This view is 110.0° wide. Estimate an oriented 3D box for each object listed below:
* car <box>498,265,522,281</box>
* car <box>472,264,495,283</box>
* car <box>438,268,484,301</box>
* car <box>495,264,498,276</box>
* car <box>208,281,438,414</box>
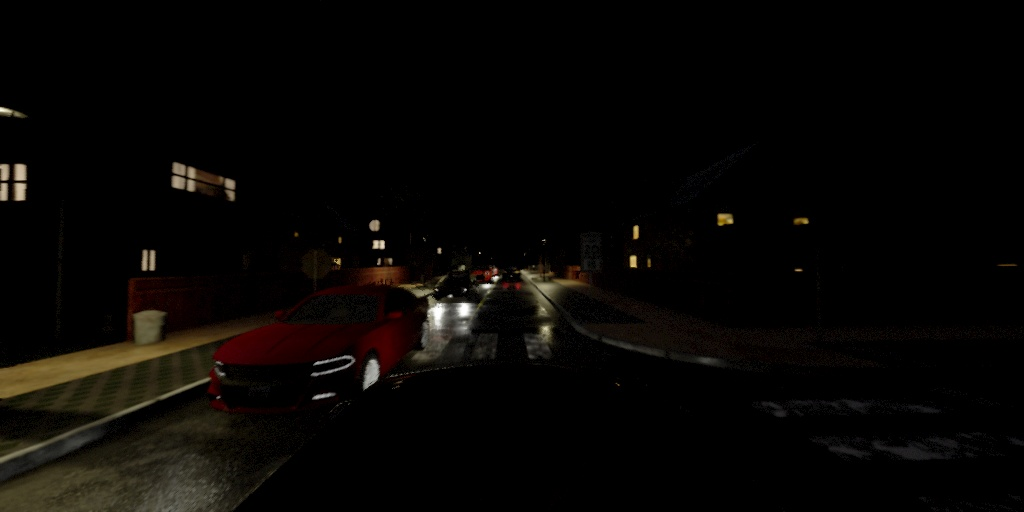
[{"bbox_3d":[-0.044,1.793,37.221,2.128,1.511,4.902,0,-1,0],"label":"car"},{"bbox_3d":[-2.970,1.592,33.449,2.097,1.767,4.553,0,-1,0],"label":"car"},{"bbox_3d":[-2.915,1.556,19.628,2.033,1.411,5.357,0,-1,0],"label":"car"},{"bbox_3d":[-2.964,1.889,49.550,2.097,1.767,4.553,0,-1,0],"label":"car"},{"bbox_3d":[-2.860,1.297,6.546,1.882,1.535,5.008,0,-1,0],"label":"car"}]
